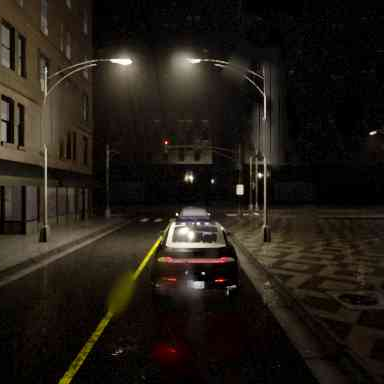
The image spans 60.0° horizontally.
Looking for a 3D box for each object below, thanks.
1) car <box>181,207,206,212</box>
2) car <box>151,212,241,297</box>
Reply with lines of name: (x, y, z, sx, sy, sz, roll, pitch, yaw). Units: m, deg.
car: (0.088, 1.547, 18.644, 2.033, 1.411, 5.357, 0, 0, -2)
car: (0.085, 1.491, 8.532, 2.128, 1.511, 4.902, 0, 0, 0)
